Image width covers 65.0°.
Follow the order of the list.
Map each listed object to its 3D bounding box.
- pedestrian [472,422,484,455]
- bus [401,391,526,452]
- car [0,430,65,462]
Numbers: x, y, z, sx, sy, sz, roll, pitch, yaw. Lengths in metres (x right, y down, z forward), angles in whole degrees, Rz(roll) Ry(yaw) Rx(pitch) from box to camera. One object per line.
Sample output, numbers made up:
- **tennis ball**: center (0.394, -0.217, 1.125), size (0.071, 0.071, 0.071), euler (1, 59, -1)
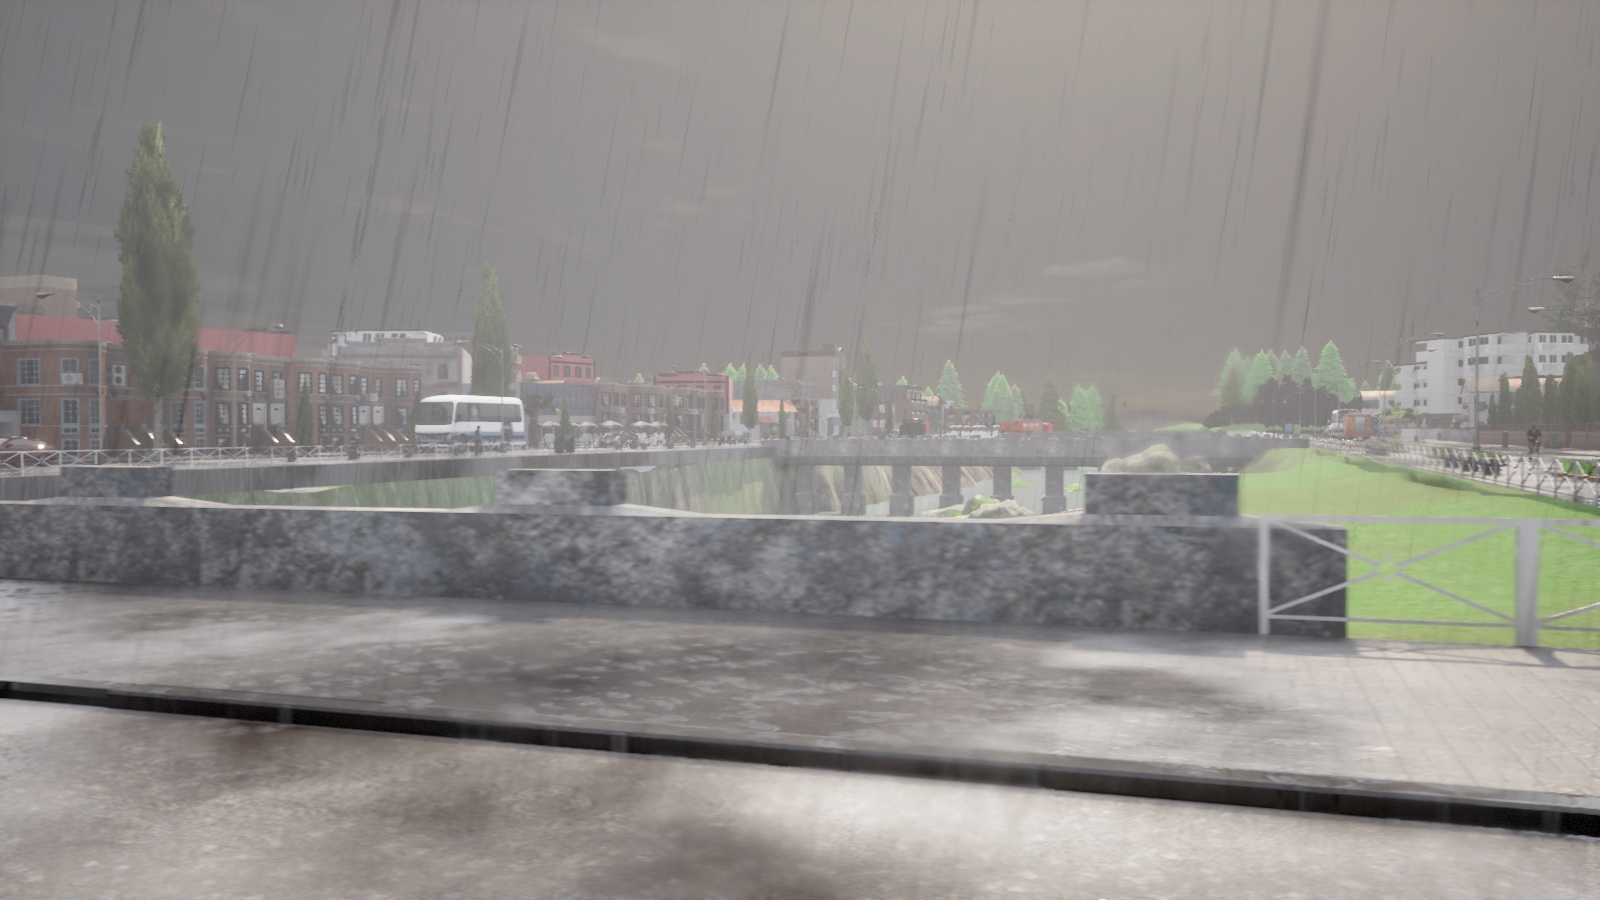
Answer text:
- **pedestrian**: center (-19.088, -0.694, 74.436), size (0.396, 1.930, 0.692), euler (1, 1, 23)
- **bus**: center (-24.724, -2.092, 93.097), size (3.944, 4.253, 10.273), euler (0, 1, 19)
- **car**: center (-36.638, -0.178, 57.888), size (1.812, 1.442, 4.674), euler (0, 1, 19)
